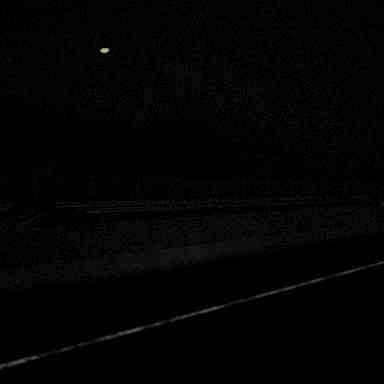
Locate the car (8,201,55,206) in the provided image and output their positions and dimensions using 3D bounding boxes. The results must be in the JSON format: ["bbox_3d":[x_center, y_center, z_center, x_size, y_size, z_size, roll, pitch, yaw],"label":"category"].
[{"bbox_3d":[-9.642,1.330,18.616,4.553,1.767,2.097,-1,0,-36],"label":"car"}]

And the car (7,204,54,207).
[{"bbox_3d":[-7.121,1.521,16.117,5.357,1.411,2.033,-1,0,-36],"label":"car"}]

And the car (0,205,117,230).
[{"bbox_3d":[-5.398,1.454,13.045,5.008,1.535,1.882,-1,0,-36],"label":"car"}]

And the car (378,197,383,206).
[{"bbox_3d":[26.872,1.147,44.688,4.902,1.511,2.128,0,0,-35],"label":"car"}]
